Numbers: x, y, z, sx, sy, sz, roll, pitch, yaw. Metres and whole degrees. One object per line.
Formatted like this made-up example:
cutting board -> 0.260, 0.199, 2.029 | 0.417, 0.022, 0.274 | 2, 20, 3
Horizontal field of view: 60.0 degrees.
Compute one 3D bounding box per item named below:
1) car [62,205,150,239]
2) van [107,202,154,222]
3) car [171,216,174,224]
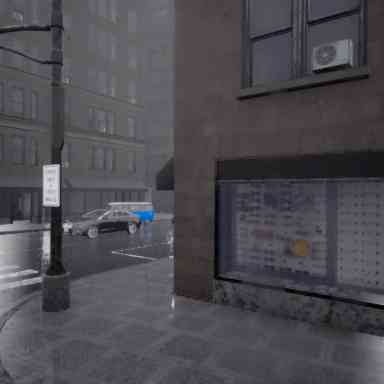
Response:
car -> -5.026, 1.727, 19.015 | 2.128, 1.511, 4.902 | 0, -1, 35
van -> -4.536, 1.636, 24.198 | 1.690, 1.788, 3.998 | -1, -1, 35
car -> 0.231, 1.947, 26.477 | 1.994, 1.385, 4.181 | 0, -1, 36
